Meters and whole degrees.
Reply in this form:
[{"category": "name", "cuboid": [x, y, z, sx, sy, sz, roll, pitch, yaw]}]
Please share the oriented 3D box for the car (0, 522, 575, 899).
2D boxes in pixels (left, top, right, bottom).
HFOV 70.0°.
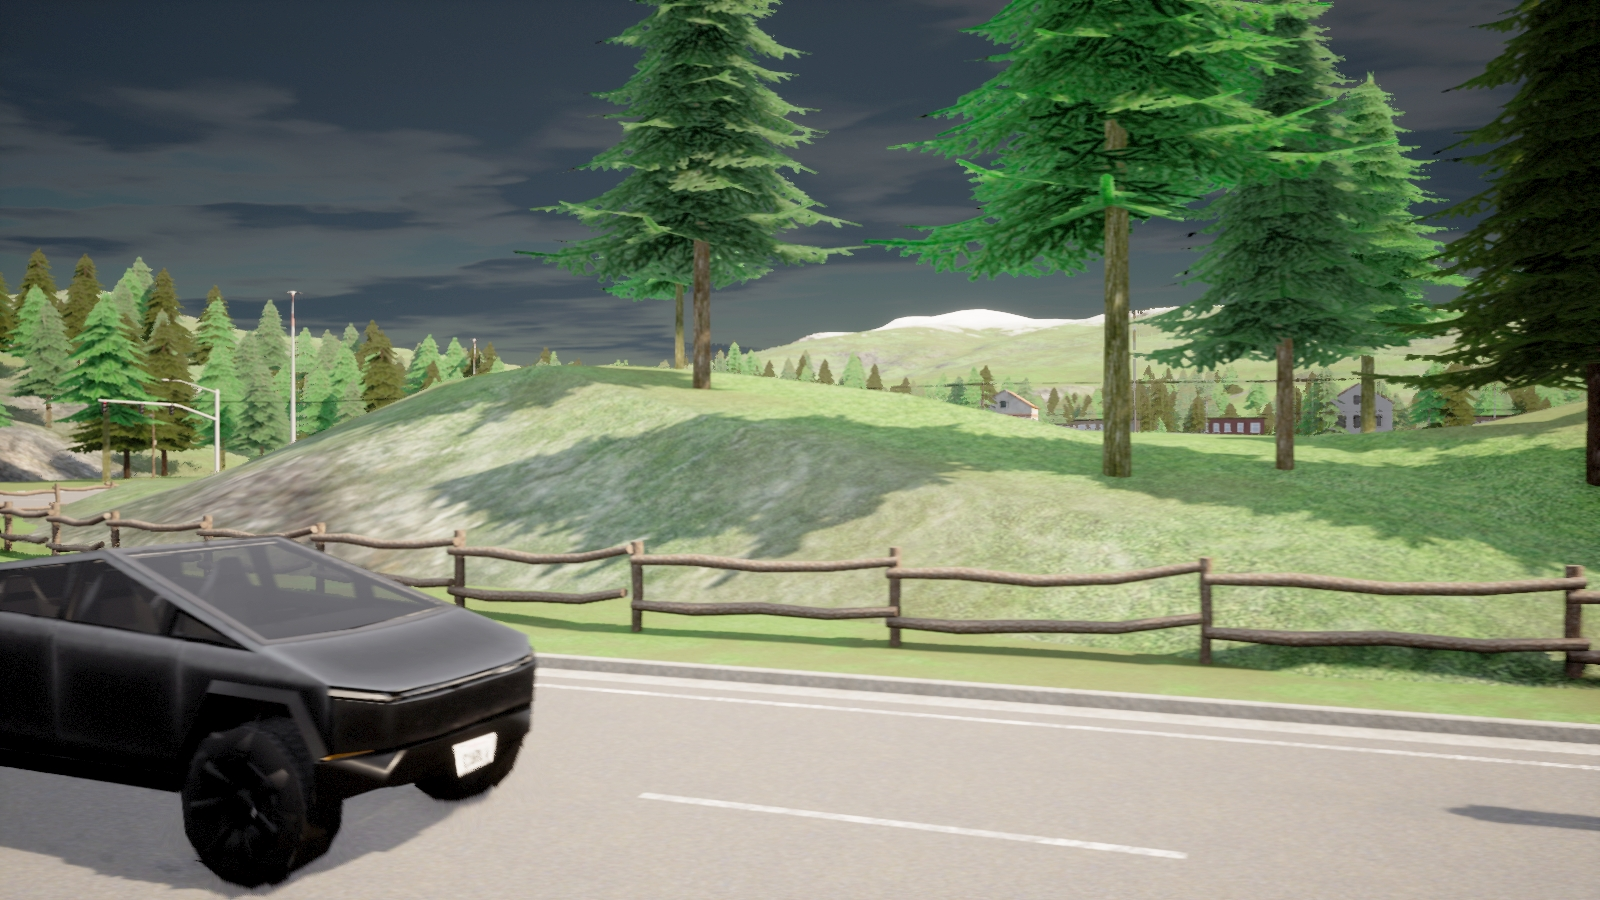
[{"category": "car", "cuboid": [-5.144, 1.767, 9.134, 6.274, 2.098, 2.390, 0, 0, 22]}]
